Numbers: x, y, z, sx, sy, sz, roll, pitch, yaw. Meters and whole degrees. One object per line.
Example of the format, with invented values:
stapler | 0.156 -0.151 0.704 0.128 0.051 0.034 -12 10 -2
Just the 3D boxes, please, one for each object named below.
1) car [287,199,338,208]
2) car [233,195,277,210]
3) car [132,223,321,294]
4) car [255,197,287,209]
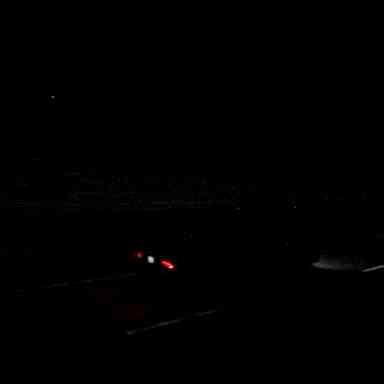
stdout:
car | 10.860 1.419 29.027 4.553 1.767 2.097 0 0 -36
car | 6.797 1.286 34.723 5.566 2.045 2.150 0 0 -36
car | 1.133 1.561 8.870 5.357 1.411 2.033 0 0 -35
car | 8.646 1.543 31.742 5.008 1.535 1.882 0 0 -36
